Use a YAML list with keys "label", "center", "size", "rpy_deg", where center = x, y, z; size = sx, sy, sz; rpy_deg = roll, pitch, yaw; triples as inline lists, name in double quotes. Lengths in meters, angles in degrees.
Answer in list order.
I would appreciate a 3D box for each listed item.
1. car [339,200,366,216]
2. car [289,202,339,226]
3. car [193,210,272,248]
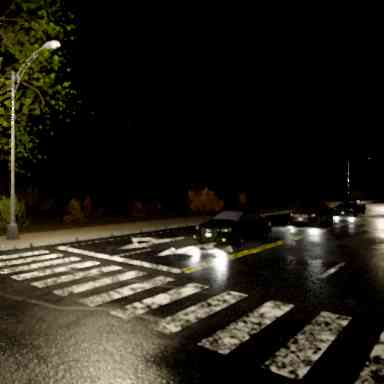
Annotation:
- label: "car"
  center: [14.677, 1.419, 30.784]
  size: [2.033, 1.411, 5.357]
  rpy_deg: [0, 0, 39]
- label: "car"
  center: [8.264, 1.439, 22.761]
  size: [1.812, 1.442, 4.674]
  rpy_deg: [0, 0, 38]
- label: "car"
  center: [1.892, 1.518, 14.779]
  size: [1.994, 1.385, 4.181]
  rpy_deg: [0, 0, 39]
